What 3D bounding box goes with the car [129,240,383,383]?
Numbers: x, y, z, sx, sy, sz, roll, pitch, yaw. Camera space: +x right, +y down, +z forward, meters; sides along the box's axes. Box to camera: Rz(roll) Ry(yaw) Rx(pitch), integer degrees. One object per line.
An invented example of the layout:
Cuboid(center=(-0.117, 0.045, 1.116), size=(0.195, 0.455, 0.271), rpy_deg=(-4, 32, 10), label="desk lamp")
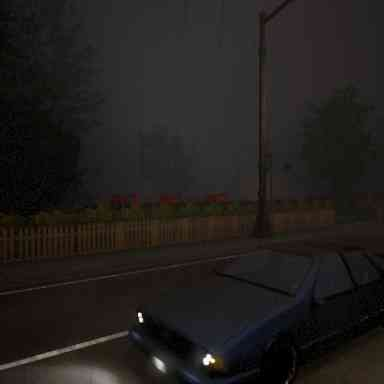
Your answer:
Cuboid(center=(1.762, 1.545, 5.332), size=(5.357, 1.411, 2.033), rpy_deg=(0, 0, -37), label="car")
